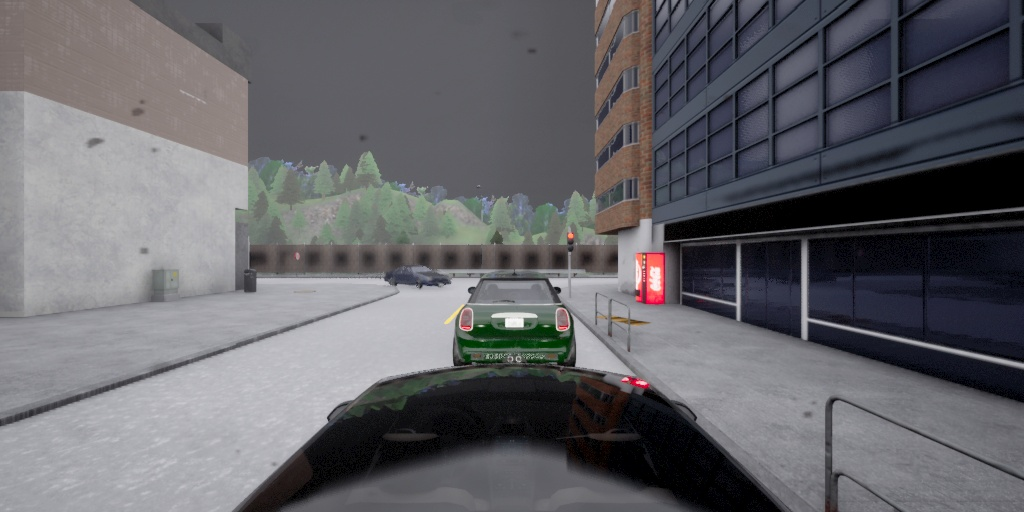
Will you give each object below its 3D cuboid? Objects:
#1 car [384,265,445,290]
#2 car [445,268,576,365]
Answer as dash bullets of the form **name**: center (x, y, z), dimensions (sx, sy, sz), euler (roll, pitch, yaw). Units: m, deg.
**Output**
- **car**: center (-6.158, 1.297, 23.048), dimensions (5.357, 1.411, 2.033), euler (0, 0, 42)
- **car**: center (0.055, 1.102, 7.928), dimensions (2.097, 1.767, 4.553), euler (0, 0, 0)
